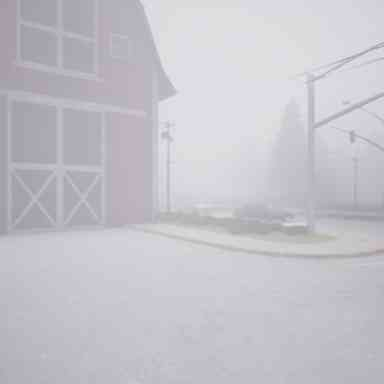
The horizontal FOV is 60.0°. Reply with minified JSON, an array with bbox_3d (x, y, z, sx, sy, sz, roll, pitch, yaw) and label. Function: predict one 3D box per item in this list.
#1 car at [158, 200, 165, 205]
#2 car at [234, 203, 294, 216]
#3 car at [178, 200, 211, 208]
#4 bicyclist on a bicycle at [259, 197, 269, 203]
[{"bbox_3d":[-5.110,1.524,42.339,2.128,1.511,4.902,0,0,-34],"label":"car"},{"bbox_3d":[5.601,1.580,26.731,2.033,1.411,5.357,0,0,-34],"label":"car"},{"bbox_3d":[0.184,1.558,34.623,1.812,1.442,4.674,0,0,-34],"label":"car"},{"bbox_3d":[7.942,1.330,36.350,1.656,1.620,0.582,46,-25,-24],"label":"bicyclist on a bicycle"}]
